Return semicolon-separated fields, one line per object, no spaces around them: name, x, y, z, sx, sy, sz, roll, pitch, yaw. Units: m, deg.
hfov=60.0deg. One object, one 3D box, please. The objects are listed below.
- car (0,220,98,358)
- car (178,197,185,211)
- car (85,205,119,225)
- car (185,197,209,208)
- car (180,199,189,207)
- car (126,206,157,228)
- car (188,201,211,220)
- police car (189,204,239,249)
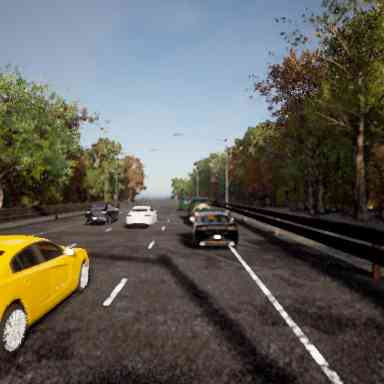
car;-3.422;1.535;6.101;1.882;1.535;5.008;0;0;0
car;-0.862;1.753;50.248;2.150;2.045;5.566;0;-1;-2
car;-7.176;1.758;26.843;2.128;1.511;4.902;0;-1;-1
car;0.690;1.538;31.546;2.150;2.045;5.566;0;-1;-1
car;-1.593;2.283;68.542;1.812;1.442;4.674;0;-1;-3
car;-3.629;1.763;24.300;1.812;1.442;4.674;0;-1;-1
car;0.808;1.704;25.666;1.801;1.575;5.366;0;-1;-1
police car;0.958;1.569;15.523;1.930;1.638;5.238;0;-1;-1
